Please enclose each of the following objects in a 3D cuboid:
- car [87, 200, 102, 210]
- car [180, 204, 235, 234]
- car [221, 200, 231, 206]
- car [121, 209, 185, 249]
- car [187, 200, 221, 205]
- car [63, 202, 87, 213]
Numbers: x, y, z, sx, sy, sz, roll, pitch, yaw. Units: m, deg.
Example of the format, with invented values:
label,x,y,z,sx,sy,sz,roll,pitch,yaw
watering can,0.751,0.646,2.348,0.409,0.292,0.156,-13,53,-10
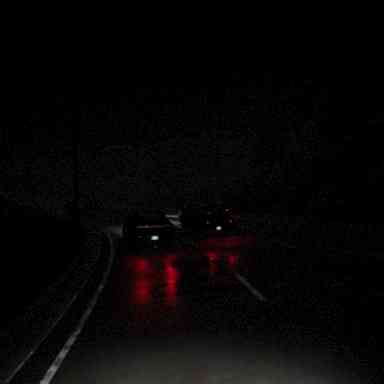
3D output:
label,x,y,z,sx,sy,sz,roll,pitch,yaw
car,-15.023,1.949,50.219,1.837,1.490,4.892,-1,0,-29
car,0.711,1.616,19.426,1.895,1.301,4.718,-1,0,-18
car,2.232,1.527,33.557,1.812,1.442,4.674,-1,0,-28
car,-2.087,1.567,15.112,2.128,1.511,4.902,-1,0,-16
car,0.391,1.565,29.418,1.812,1.442,4.674,-1,0,-26
car,-16.354,2.016,45.432,2.033,1.411,5.357,-1,0,-29
